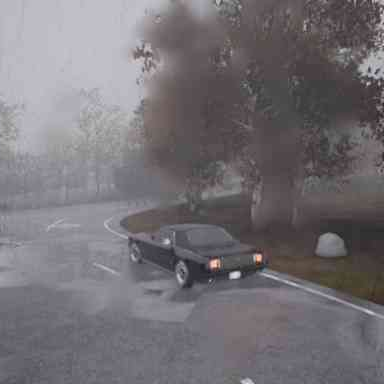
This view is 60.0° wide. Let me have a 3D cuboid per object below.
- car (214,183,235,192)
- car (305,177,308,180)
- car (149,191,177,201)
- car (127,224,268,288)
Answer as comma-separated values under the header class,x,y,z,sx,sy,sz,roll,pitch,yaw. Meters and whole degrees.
class,x,y,z,sx,sy,sz,roll,pitch,yaw
car,5.954,-0.945,61.468,2.128,1.511,4.902,0,5,41
car,25.579,-3.269,78.078,1.812,1.442,4.674,0,5,40
car,-4.170,0.552,48.267,1.895,1.301,4.718,0,4,34
car,-0.193,1.550,9.273,1.895,1.301,4.718,0,0,-31
